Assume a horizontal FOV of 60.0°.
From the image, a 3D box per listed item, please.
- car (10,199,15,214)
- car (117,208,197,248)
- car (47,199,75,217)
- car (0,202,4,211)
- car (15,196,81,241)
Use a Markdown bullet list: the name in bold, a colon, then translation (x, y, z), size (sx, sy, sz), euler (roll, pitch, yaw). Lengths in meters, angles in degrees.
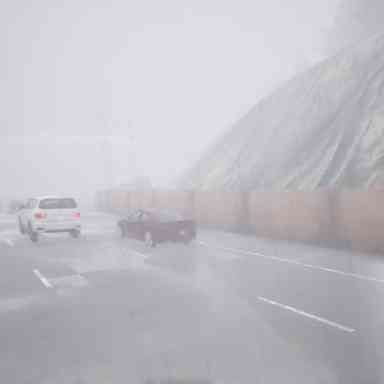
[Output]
- **car**: translation (-18.586, 1.495, 36.251), size (1.837, 1.490, 4.892), euler (-1, -1, -22)
- **car**: translation (-1.755, 1.475, 15.005), size (1.882, 1.535, 5.008), euler (0, 0, -34)
- **car**: translation (-12.538, 1.497, 31.737), size (1.837, 1.490, 4.892), euler (0, 0, -29)
- **car**: translation (-22.772, 1.557, 37.565), size (1.994, 1.385, 4.181), euler (0, 0, -19)
- **car**: translation (-7.357, 1.216, 16.998), size (2.150, 2.045, 5.566), euler (0, 0, -34)
